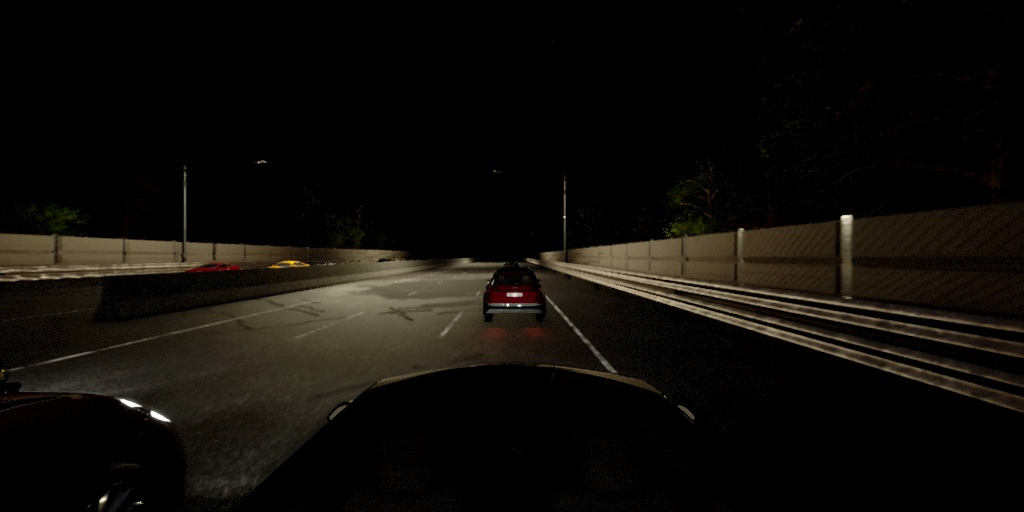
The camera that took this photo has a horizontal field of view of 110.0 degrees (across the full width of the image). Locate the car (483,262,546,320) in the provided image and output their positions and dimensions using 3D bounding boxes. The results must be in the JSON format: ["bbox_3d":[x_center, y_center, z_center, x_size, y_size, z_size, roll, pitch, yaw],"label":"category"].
[{"bbox_3d":[0.070,1.182,12.583,2.033,1.649,4.856,0,0,0],"label":"car"}]

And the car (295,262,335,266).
[{"bbox_3d":[-17.711,1.358,33.464,1.895,1.301,4.718,0,0,0],"label":"car"}]

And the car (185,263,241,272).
[{"bbox_3d":[-24.695,1.282,29.822,1.812,1.442,4.674,0,0,0],"label":"car"}]

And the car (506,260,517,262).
[{"bbox_3d":[-0.057,1.263,43.073,1.837,1.490,4.892,0,0,0],"label":"car"}]

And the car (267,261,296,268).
[{"bbox_3d":[-21.210,1.235,33.927,1.882,1.535,5.008,0,0,0],"label":"car"}]

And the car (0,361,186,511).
[{"bbox_3d":[-3.405,1.101,0.678,2.097,1.767,4.553,0,0,0],"label":"car"}]

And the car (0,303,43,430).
[{"bbox_3d":[-6.902,1.298,1.817,2.033,1.411,5.357,0,0,0],"label":"car"}]
